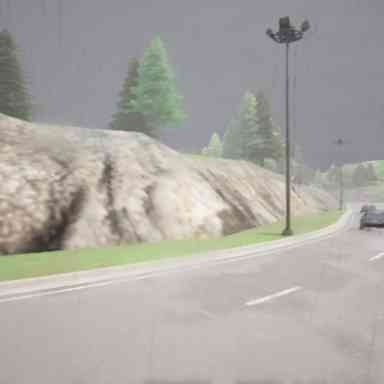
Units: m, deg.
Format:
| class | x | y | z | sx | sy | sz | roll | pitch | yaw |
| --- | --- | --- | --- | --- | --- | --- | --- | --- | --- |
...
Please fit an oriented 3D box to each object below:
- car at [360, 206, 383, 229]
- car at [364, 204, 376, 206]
| class | x | y | z | sx | sy | sz | roll | pitch | yaw |
| --- | --- | --- | --- | --- | --- | --- | --- | --- | --- |
| car | 13.556 | 2.005 | 24.564 | 1.994 | 1.385 | 4.181 | 0 | -1 | 30 |
| car | 25.744 | 2.427 | 48.270 | 1.994 | 1.385 | 4.181 | 0 | -1 | 27 |
